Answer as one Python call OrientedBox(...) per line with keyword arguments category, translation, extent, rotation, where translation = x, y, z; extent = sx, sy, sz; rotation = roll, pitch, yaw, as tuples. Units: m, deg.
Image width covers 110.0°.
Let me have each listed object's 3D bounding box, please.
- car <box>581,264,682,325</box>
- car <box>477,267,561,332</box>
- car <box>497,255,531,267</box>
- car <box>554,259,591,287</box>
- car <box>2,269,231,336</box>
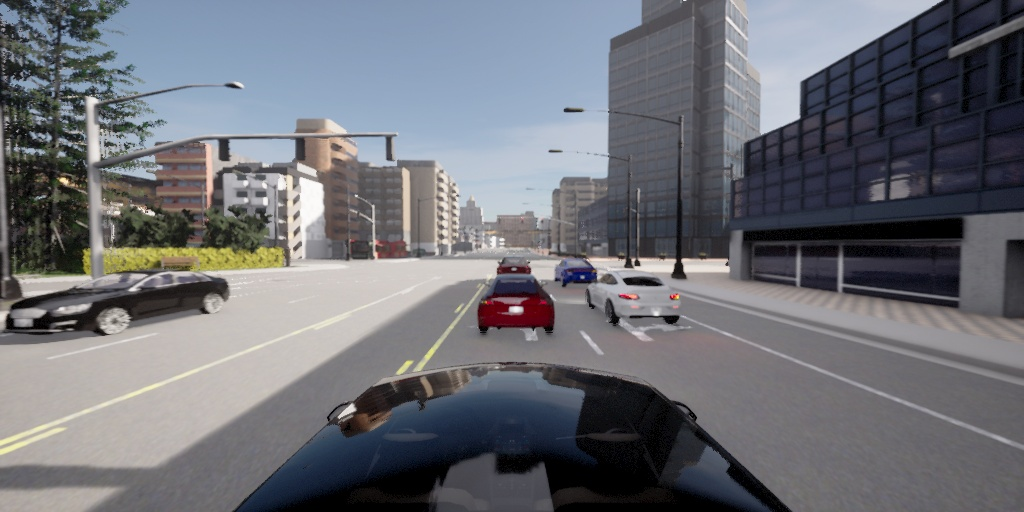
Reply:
OrientedBox(category="car", translation=(3.609, 1.161, 11.275), extent=(1.812, 1.442, 4.674), rotation=(0, 1, 0))
OrientedBox(category="car", translation=(0.108, 1.209, 10.496), extent=(1.994, 1.385, 4.181), rotation=(0, 1, 0))
OrientedBox(category="car", translation=(0.120, 0.716, 22.532), extent=(2.097, 1.767, 4.553), rotation=(0, 2, 0))
OrientedBox(category="car", translation=(3.615, 0.886, 20.990), extent=(1.882, 1.535, 5.008), rotation=(0, 2, -1))
OrientedBox(category="car", translation=(-10.502, 1.144, 10.161), extent=(2.128, 1.511, 4.902), rotation=(0, 1, 0))
